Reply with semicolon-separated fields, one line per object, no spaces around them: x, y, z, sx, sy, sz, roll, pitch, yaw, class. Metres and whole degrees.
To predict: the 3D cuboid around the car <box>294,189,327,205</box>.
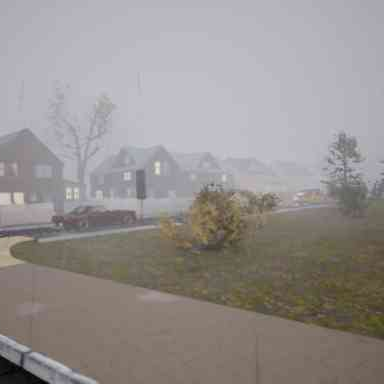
15.049;0.735;41.454;1.882;1.535;5.008;-3;-1;44;car

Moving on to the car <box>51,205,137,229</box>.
-5.580;1.436;19.588;1.895;1.301;4.718;-3;-1;43;car
